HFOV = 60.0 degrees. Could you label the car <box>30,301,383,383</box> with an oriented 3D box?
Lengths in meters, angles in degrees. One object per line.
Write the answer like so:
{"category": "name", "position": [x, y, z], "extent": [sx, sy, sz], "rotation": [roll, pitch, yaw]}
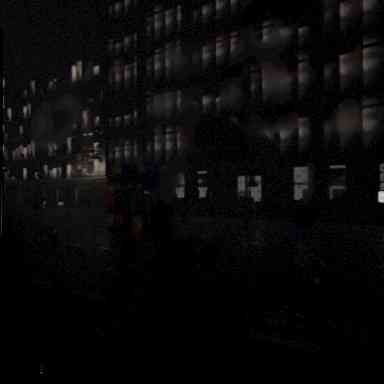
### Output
{"category": "car", "position": [0.455, 1.581, 2.550], "extent": [4.206, 1.307, 1.802], "rotation": [0, 0, 36]}
